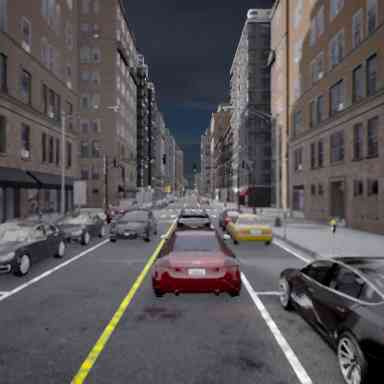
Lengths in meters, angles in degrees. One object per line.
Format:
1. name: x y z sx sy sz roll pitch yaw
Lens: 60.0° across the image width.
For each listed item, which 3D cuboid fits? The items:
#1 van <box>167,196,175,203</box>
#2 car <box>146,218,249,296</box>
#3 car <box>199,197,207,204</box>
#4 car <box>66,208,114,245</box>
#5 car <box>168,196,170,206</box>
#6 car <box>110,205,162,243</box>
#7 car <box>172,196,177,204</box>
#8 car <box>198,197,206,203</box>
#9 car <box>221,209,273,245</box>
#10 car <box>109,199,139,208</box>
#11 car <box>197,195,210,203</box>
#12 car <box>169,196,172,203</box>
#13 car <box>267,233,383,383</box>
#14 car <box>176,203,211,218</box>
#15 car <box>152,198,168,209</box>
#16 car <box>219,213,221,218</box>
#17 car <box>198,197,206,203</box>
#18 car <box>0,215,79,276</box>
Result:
1. van: -5.384 1.906 85.865 1.690 1.788 3.998 0 0 0
2. car: 0.097 1.628 8.853 1.994 1.385 4.181 0 0 0
3. car: 2.641 1.971 80.404 1.967 1.590 4.097 0 0 0
4. car: -5.388 1.662 15.853 2.008 1.369 4.403 0 0 0
5. car: -5.386 1.939 58.595 1.887 1.381 4.507 0 0 0
6. car: -2.829 1.624 16.928 1.837 1.490 4.892 0 -1 0
7. car: -5.385 2.097 80.410 1.947 1.339 4.313 0 0 0
8. car: 2.641 2.149 91.312 2.008 1.369 4.403 0 0 0
9. car: 2.637 1.637 16.013 1.752 1.417 4.829 0 0 0
10. car: -5.387 1.498 26.679 2.192 1.841 5.009 0 0 0
11. car: 2.640 1.904 69.495 1.967 1.590 4.097 0 0 0
12. car: -5.386 1.954 63.878 1.752 1.417 4.829 0 0 0
13. car: 2.637 1.603 5.017 1.947 1.339 4.313 0 0 0
14. car: 0.099 1.628 19.525 2.128 1.511 4.902 0 0 0
15. car: -5.386 1.910 53.140 2.008 1.369 4.403 0 0 0
16. car: 2.637 1.729 21.255 1.802 1.307 4.206 0 0 0
17. car: 2.641 2.110 85.858 1.887 1.381 4.507 0 0 0
18. car: -5.388 1.625 10.440 2.008 1.369 4.403 0 0 0
